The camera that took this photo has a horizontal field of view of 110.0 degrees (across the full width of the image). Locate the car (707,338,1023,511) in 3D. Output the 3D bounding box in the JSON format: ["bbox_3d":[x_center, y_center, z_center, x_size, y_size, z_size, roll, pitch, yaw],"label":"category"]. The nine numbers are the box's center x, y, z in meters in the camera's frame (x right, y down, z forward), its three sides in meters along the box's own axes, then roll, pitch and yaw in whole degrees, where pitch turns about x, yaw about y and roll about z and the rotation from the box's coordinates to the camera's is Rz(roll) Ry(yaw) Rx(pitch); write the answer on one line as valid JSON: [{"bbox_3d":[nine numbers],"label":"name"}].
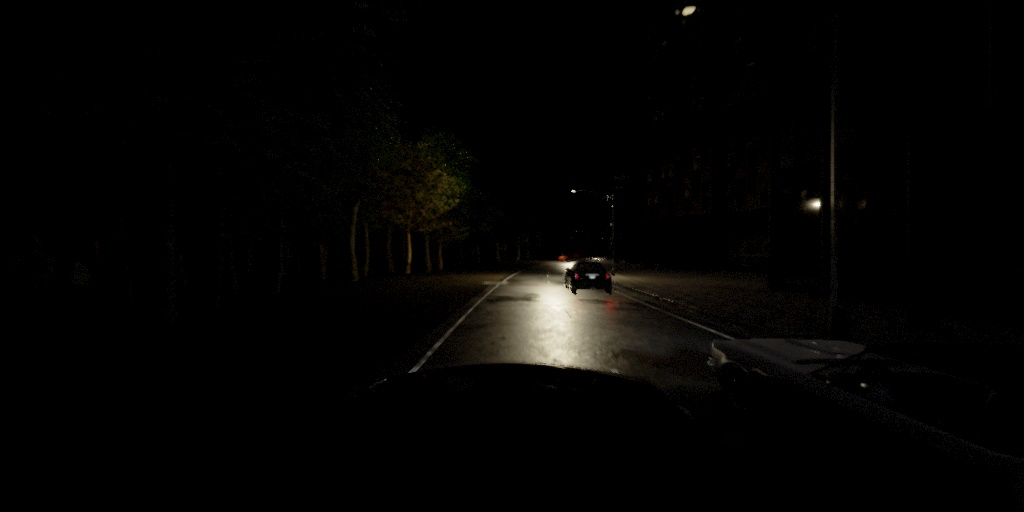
[{"bbox_3d":[3.631,1.351,2.857,1.895,1.301,4.718,0,0,0],"label":"car"}]

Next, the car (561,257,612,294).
[{"bbox_3d":[4.216,1.094,20.416,2.097,1.767,4.553,0,0,3],"label":"car"}]
